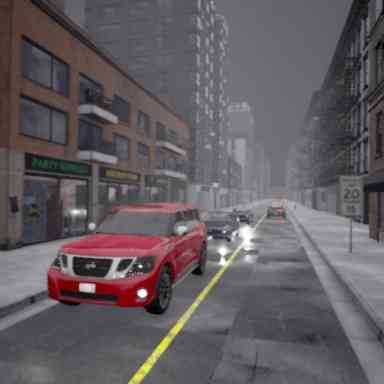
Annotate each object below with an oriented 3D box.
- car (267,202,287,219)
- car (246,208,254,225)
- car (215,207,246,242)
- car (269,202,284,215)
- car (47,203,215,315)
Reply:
[{"bbox_3d":[8.928,2.020,35.125,2.128,1.511,4.902,0,-1,15],"label":"car"},{"bbox_3d":[4.135,1.995,28.205,1.895,1.301,4.718,0,-1,15],"label":"car"},{"bbox_3d":[1.514,1.793,18.234,2.033,1.411,5.357,0,-1,15],"label":"car"},{"bbox_3d":[11.528,2.152,45.233,1.882,1.535,5.008,0,-1,15],"label":"car"},{"bbox_3d":[-1.080,1.316,8.320,2.150,2.045,5.566,0,-1,15],"label":"car"}]
